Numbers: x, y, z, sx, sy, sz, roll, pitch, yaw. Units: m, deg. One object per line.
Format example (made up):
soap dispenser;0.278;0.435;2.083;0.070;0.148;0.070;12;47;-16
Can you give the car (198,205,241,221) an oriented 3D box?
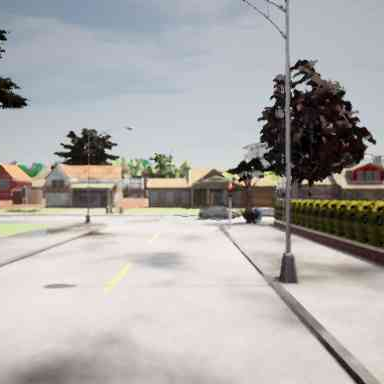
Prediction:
car;2.617;2.001;32.099;4.181;1.385;1.994;0;-1;0
